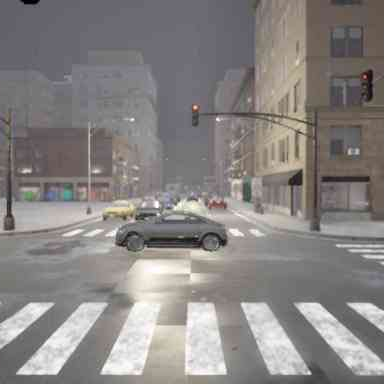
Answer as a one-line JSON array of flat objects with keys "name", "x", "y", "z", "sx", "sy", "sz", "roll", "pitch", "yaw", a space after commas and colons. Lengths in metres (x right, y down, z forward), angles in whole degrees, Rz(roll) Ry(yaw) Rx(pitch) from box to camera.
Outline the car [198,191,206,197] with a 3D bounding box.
[{"name": "car", "x": 2.768, "y": 0.541, "z": 92.699, "sx": 1.947, "sy": 1.339, "sz": 4.313, "roll": 0, "pitch": 1, "yaw": 0}]

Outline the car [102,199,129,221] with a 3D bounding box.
[{"name": "car", "x": -5.352, "y": 1.250, "z": 24.601, "sx": 1.752, "sy": 1.417, "sz": 4.829, "roll": 0, "pitch": 1, "yaw": 0}]

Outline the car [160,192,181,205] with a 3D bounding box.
[{"name": "car", "x": -2.722, "y": 1.071, "z": 42.792, "sx": 2.033, "sy": 1.411, "sz": 5.357, "roll": 0, "pitch": 1, "yaw": 1}]

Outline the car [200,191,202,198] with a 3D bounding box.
[{"name": "car", "x": 2.713, "y": 0.934, "z": 53.237, "sx": 1.752, "sy": 1.417, "sz": 4.829, "roll": 0, "pitch": 1, "yaw": 0}]

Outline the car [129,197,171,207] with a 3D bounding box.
[{"name": "car", "x": -2.800, "y": 1.286, "z": 23.424, "sx": 2.033, "sy": 1.411, "sz": 5.357, "roll": 0, "pitch": 1, "yaw": -1}]

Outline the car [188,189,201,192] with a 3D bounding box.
[{"name": "car", "x": 0.092, "y": 0.501, "z": 64.875, "sx": 2.150, "sy": 2.045, "sz": 5.566, "roll": 0, "pitch": 1, "yaw": 0}]

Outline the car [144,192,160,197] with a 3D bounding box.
[{"name": "car", "x": -5.328, "y": 1.086, "z": 41.756, "sx": 2.008, "sy": 1.369, "sz": 4.403, "roll": 0, "pitch": 1, "yaw": 0}]

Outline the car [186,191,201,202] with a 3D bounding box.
[{"name": "car", "x": 0.077, "y": 0.994, "z": 54.578, "sx": 1.895, "sy": 1.301, "sz": 4.718, "roll": 0, "pitch": 1, "yaw": 0}]

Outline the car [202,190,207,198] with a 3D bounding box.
[{"name": "car", "x": 2.697, "y": 0.850, "z": 41.742, "sx": 2.192, "sy": 1.841, "sz": 5.009, "roll": 0, "pitch": 1, "yaw": 0}]

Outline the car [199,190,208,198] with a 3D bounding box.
[{"name": "car", "x": 2.752, "y": 0.414, "z": 81.373, "sx": 2.192, "sy": 1.841, "sz": 5.009, "roll": 0, "pitch": 1, "yaw": 0}]

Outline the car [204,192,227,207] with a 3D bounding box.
[{"name": "car", "x": 2.689, "y": 1.038, "z": 36.082, "sx": 1.967, "sy": 1.590, "sz": 4.097, "roll": 0, "pitch": 1, "yaw": 0}]

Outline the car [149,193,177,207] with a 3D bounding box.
[{"name": "car", "x": -2.791, "y": 1.161, "z": 32.728, "sx": 1.812, "sy": 1.442, "sz": 4.674, "roll": 0, "pitch": 1, "yaw": 0}]

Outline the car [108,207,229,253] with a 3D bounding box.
[{"name": "car", "x": -0.726, "y": 1.423, "z": 12.536, "sx": 4.181, "sy": 1.385, "sz": 1.994, "roll": 0, "pitch": 1, "yaw": 0}]
